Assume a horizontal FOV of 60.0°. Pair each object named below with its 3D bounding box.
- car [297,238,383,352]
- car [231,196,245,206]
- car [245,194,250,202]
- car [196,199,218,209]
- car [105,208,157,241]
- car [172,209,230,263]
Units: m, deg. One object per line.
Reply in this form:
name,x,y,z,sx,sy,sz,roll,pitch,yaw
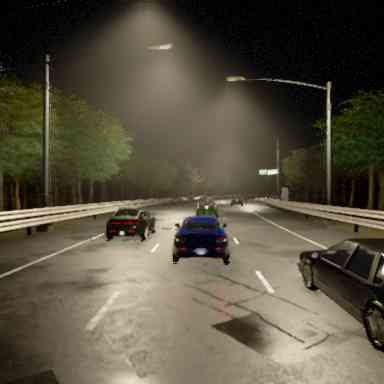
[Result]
car,3.559,1.576,6.101,2.033,1.411,5.357,0,0,1
car,8.090,1.558,59.748,2.097,1.767,4.553,0,0,9
car,13.584,1.793,88.684,1.837,1.490,4.892,0,0,13
car,1.519,1.469,32.827,2.097,1.767,4.553,0,0,4
car,-2.987,1.560,17.043,1.837,1.490,4.892,0,0,2
car,0.325,1.569,12.005,1.812,1.442,4.674,0,0,2
